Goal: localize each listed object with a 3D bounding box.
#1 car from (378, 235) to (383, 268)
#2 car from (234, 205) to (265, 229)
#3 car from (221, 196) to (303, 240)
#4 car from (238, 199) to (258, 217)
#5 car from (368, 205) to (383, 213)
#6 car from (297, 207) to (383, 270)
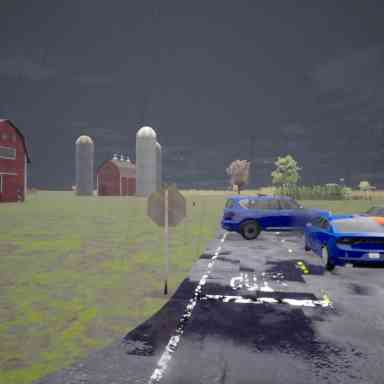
[{"bbox_3d":[4.705,1.529,3.750,1.812,1.442,4.674,0,0,-13],"label":"car"},{"bbox_3d":[3.880,1.601,22.673,1.895,1.301,4.718,0,0,9],"label":"car"},{"bbox_3d":[4.211,1.219,16.520,5.566,2.045,2.150,0,0,-2],"label":"car"},{"bbox_3d":[5.557,1.502,32.976,1.837,1.490,4.892,0,0,9],"label":"car"},{"bbox_3d":[8.872,1.371,15.300,2.097,1.767,4.553,0,0,-40],"label":"car"},{"bbox_3d":[4.994,1.480,11.001,1.882,1.535,5.008,0,0,7],"label":"car"}]
